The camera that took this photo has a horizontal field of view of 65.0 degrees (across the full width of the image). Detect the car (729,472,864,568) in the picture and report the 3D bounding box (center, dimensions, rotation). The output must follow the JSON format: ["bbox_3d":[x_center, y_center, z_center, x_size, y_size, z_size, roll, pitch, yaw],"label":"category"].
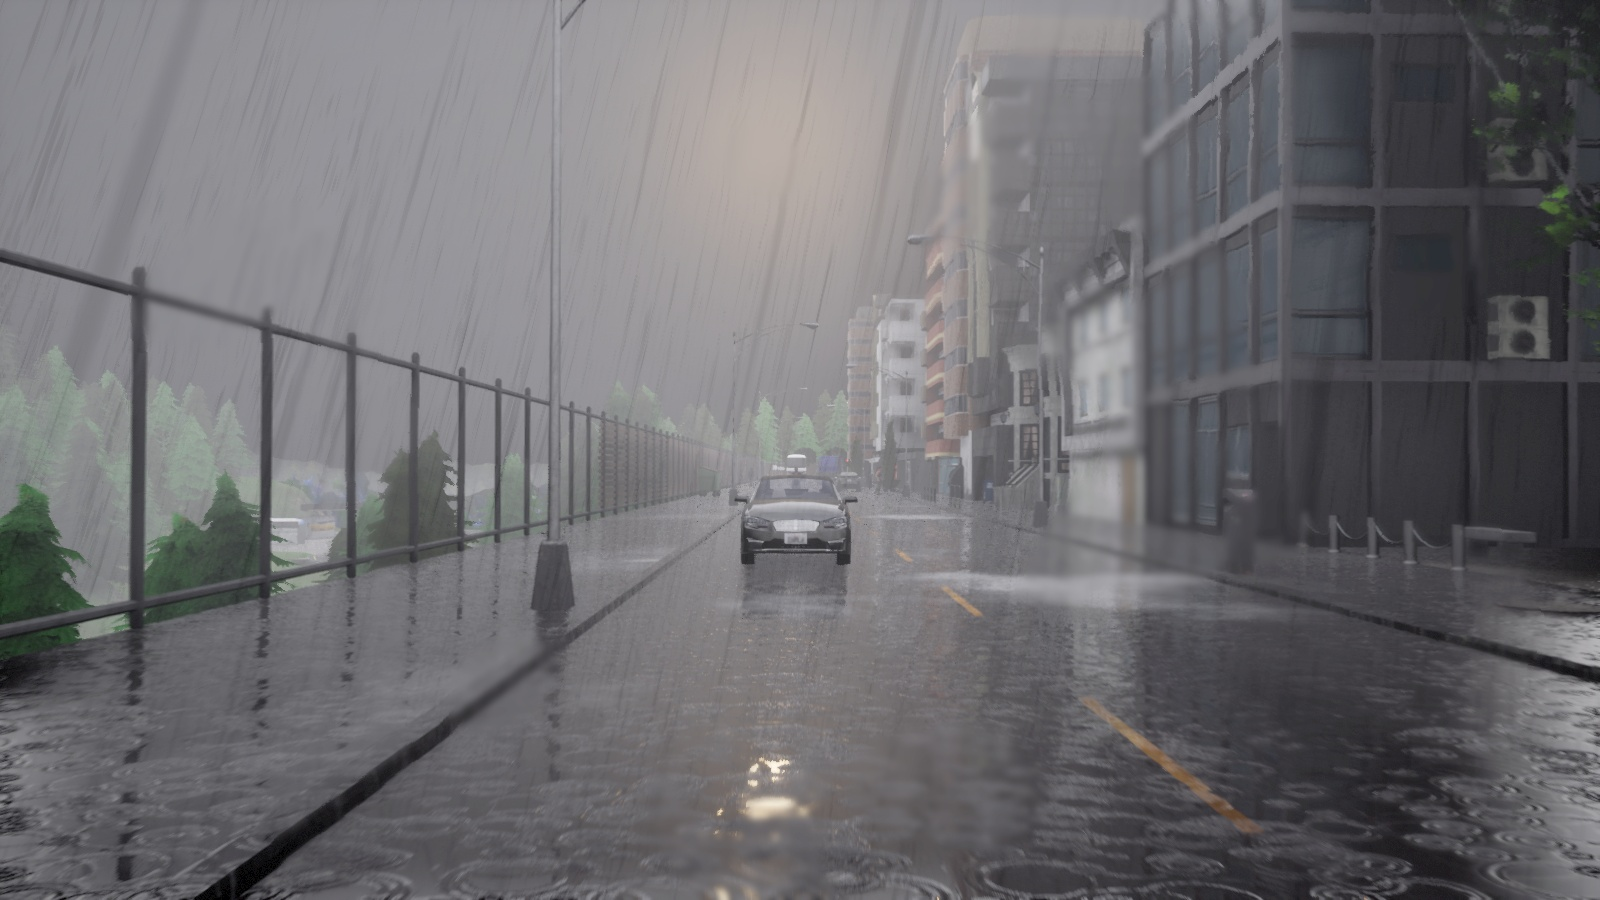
[{"bbox_3d":[-0.062,1.145,22.346,2.128,1.511,4.902,0,-1,0],"label":"car"}]

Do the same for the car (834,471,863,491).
[{"bbox_3d":[3.731,2.372,97.128,2.007,1.525,4.514,0,-1,0],"label":"car"}]
